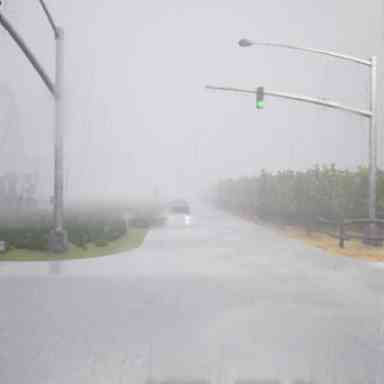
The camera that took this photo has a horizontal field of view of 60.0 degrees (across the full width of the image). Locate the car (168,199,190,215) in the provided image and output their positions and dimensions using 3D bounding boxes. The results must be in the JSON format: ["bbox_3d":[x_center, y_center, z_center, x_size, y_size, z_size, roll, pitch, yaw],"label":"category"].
[{"bbox_3d":[-1.297,1.399,32.690,1.882,1.535,5.008,0,0,-4],"label":"car"}]
